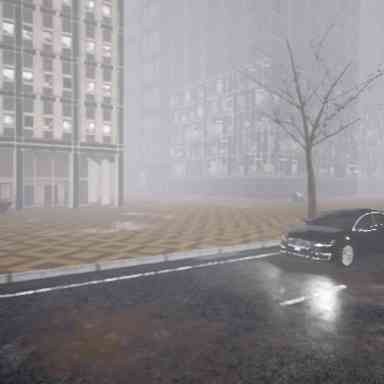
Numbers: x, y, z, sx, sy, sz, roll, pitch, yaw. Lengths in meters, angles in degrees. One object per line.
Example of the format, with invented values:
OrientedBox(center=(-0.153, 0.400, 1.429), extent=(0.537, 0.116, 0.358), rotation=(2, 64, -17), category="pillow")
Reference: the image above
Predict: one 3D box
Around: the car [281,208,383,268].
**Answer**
OrientedBox(center=(4.900, 1.295, 10.535), extent=(4.892, 1.490, 1.837), rotation=(0, 2, -35), category="car")
